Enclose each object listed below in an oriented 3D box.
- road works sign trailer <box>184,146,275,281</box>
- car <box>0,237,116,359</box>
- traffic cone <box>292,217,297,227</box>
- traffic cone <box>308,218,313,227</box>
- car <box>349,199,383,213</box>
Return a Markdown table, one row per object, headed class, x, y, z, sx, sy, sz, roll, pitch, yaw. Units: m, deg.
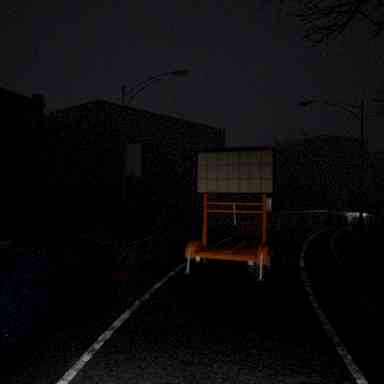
| class | x | y | z | sx | sy | sz | roll | pitch | yaw |
| --- | --- | --- | --- | --- | --- | --- | --- | --- | --- |
| road works sign trailer | 1.319 | 0.460 | 10.119 | 2.380 | 3.560 | 2.880 | 0 | 0 | 21 |
| car | -3.026 | 1.536 | 5.604 | 2.033 | 1.411 | 5.357 | 0 | 0 | 9 |
| traffic cone | 6.748 | 1.967 | 21.914 | 0.340 | 0.580 | 0.340 | 1 | 0 | 23 |
| traffic cone | 7.669 | 1.979 | 21.525 | 0.340 | 0.580 | 0.340 | 1 | 0 | 23 |
| car | 20.198 | 1.583 | 38.209 | 4.892 | 1.490 | 1.837 | 1 | 1 | -29 |
